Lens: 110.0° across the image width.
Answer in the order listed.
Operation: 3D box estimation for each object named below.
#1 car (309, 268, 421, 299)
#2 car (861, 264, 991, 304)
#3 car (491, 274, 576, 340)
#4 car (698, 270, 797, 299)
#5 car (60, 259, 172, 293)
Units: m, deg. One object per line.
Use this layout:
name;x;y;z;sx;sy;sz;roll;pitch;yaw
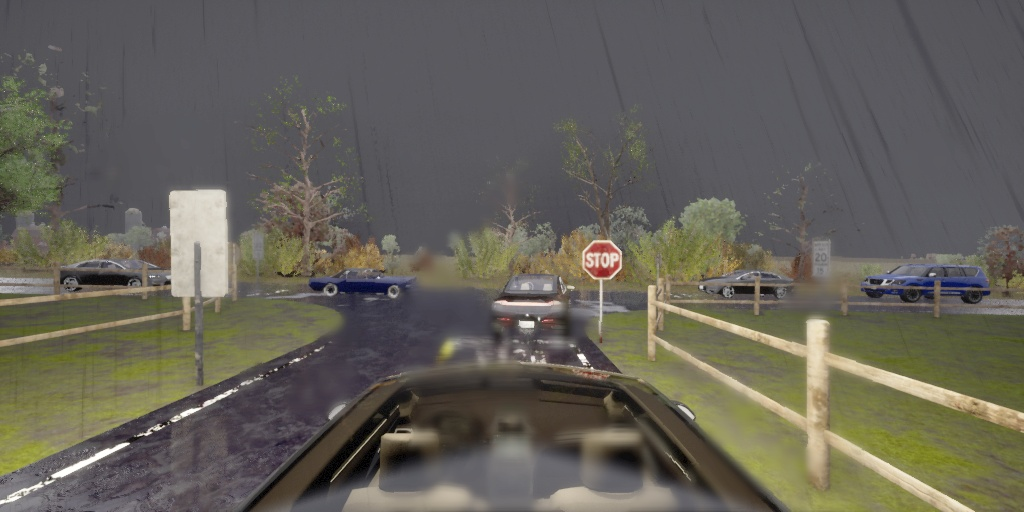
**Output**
car;-6.822;1.248;17.037;4.718;1.301;1.895;1;1;0
car;22.900;1.466;19.954;5.566;2.045;2.150;1;1;0
car;0.707;1.240;10.006;2.128;1.511;4.902;0;0;9
car;13.004;1.525;19.965;4.902;1.511;2.128;1;1;0
car;-18.490;0.885;17.054;4.902;1.511;2.128;1;1;0
